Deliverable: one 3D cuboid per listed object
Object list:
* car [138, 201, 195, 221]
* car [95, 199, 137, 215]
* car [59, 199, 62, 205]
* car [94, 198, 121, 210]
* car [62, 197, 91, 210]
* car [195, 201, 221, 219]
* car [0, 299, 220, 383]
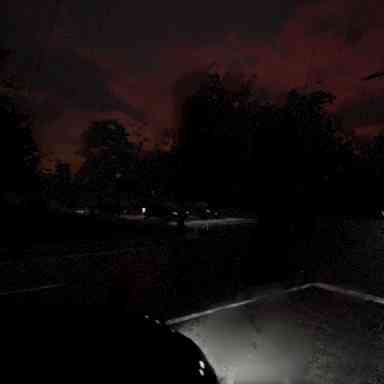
[{"bbox_3d":[-2.238,1.517,27.385,1.837,1.490,4.892,0,0,-39],"label":"car"},{"bbox_3d":[-7.990,1.612,34.563,1.895,1.301,4.718,0,0,-39],"label":"car"},{"bbox_3d":[-20.924,1.559,56.454,2.033,1.411,5.357,0,0,-39],"label":"car"},{"bbox_3d":[-11.285,1.578,44.281,1.994,1.385,4.181,0,0,-39],"label":"car"},{"bbox_3d":[-14.491,1.558,42.683,2.033,1.411,5.357,0,0,-39],"label":"car"},{"bbox_3d":[0.558,1.542,29.494,1.812,1.442,4.674,0,0,-39],"label":"car"},{"bbox_3d":[-1.776,1.564,2.472,4.181,1.385,1.994,0,0,-36],"label":"car"}]
